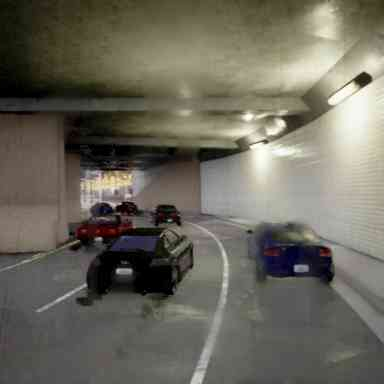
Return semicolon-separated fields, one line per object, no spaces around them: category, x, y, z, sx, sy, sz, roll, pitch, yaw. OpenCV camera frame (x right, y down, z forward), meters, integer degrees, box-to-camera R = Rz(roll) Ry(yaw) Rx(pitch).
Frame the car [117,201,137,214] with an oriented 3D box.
car;-8.060;1.869;40.567;1.882;1.535;5.008;-1;0;-23

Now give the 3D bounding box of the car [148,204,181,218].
car;-2.079;1.690;24.920;1.837;1.490;4.892;0;0;-13

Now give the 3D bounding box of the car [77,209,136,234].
car;-4.207;1.780;16.762;1.895;1.301;4.718;-1;0;-3

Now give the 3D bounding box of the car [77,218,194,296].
car;-1.132;1.638;8.928;1.994;1.385;4.181;-1;0;8

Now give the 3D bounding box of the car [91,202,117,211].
car;-9.851;1.878;36.130;1.882;1.535;5.008;-1;0;-23

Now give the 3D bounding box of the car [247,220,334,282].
car;2.634;1.530;9.633;1.812;1.442;4.674;-1;0;6
